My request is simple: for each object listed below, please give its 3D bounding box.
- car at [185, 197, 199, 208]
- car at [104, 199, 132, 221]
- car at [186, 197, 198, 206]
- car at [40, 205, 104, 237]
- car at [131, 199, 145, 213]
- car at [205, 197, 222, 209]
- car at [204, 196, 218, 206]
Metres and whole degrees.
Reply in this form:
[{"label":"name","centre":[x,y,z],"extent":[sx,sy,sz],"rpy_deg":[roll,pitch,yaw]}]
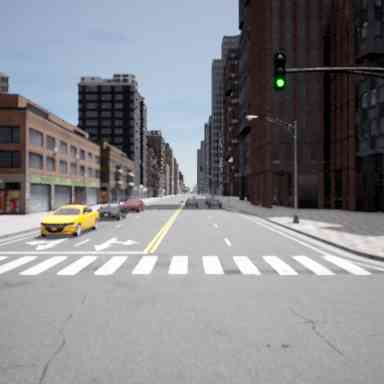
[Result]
[{"label":"car","centre":[0.001,1.521,48.046],"extent":[2.128,1.511,4.902],"rpy_deg":[0,0,0]},{"label":"car","centre":[-6.596,1.584,27.660],"extent":[1.994,1.385,4.181],"rpy_deg":[0,0,1]},{"label":"car","centre":[-0.027,1.594,58.359],"extent":[1.994,1.385,4.181],"rpy_deg":[0,0,0]},{"label":"car","centre":[-6.606,1.491,18.410],"extent":[1.882,1.535,5.008],"rpy_deg":[0,0,0]},{"label":"car","centre":[-6.581,1.503,38.081],"extent":[1.882,1.535,5.008],"rpy_deg":[0,0,0]},{"label":"car","centre":[3.228,1.521,47.201],"extent":[2.128,1.511,4.902],"rpy_deg":[0,0,0]},{"label":"car","centre":[3.223,1.522,57.621],"extent":[2.128,1.511,4.902],"rpy_deg":[0,0,0]}]
